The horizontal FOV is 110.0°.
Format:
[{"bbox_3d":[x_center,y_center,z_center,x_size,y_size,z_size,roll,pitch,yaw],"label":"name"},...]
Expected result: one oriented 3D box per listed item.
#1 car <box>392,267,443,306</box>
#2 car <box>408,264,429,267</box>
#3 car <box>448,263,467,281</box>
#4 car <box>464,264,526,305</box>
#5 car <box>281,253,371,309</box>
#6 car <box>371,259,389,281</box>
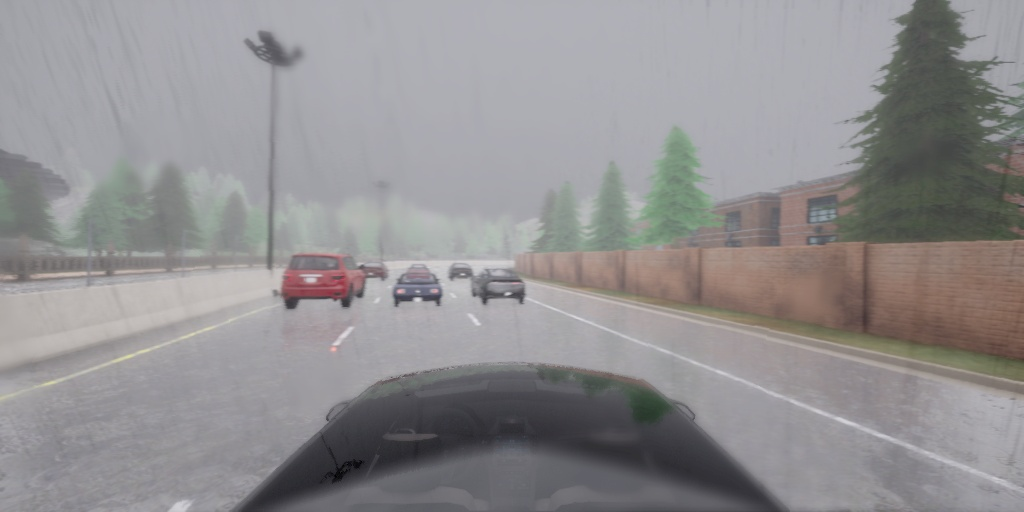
[{"bbox_3d":[-4.101,1.359,15.671,1.895,1.301,4.718,1,0,-15],"label":"car"},{"bbox_3d":[-7.914,1.340,30.356,1.994,1.385,4.181,1,0,-14],"label":"car"},{"bbox_3d":[-4.569,1.322,31.430,1.882,1.535,5.008,1,0,-14],"label":"car"},{"bbox_3d":[-0.761,1.319,16.752,2.128,1.511,4.902,1,0,-14],"label":"car"},{"bbox_3d":[-7.460,0.907,14.713,2.150,2.045,5.566,1,0,-15],"label":"car"},{"bbox_3d":[-11.340,1.186,29.657,1.882,1.535,5.008,1,0,-14],"label":"car"}]
